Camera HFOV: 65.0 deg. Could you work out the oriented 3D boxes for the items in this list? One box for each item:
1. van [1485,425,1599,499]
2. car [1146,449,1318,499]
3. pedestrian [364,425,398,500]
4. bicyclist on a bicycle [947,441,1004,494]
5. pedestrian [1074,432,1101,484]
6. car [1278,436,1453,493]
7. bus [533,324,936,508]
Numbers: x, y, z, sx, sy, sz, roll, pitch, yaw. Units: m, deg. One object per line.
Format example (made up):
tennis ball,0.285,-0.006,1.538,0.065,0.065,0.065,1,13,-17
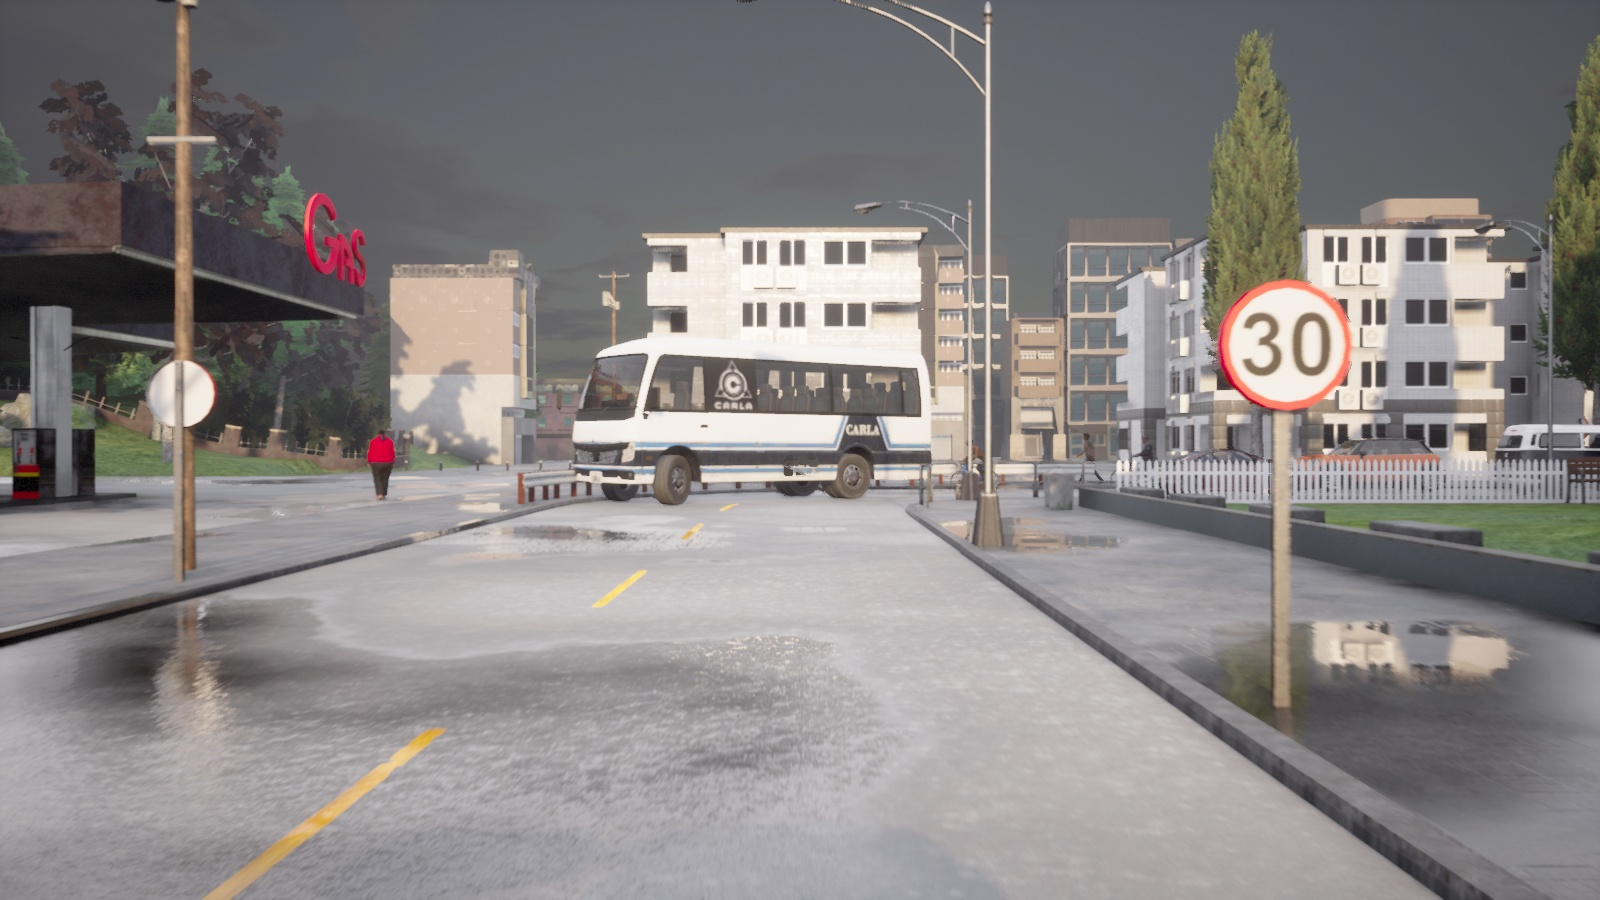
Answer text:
van,22.174,0.326,35.495,4.480,2.038,2.069,0,0,0
car,12.181,0.658,35.578,4.181,1.385,1.994,0,0,-1
pedestrian,-10.517,0.314,31.510,0.634,1.844,0.899,0,0,-31
bicyclist on a bicycle,5.448,0.527,39.013,1.656,1.620,0.582,0,0,-14
pedestrian,9.946,0.266,43.494,0.869,1.805,0.328,0,0,7
car,17.722,0.439,39.530,4.553,1.767,2.097,0,0,0
bus,-1.519,-0.790,33.585,10.273,4.253,3.944,0,0,-37
